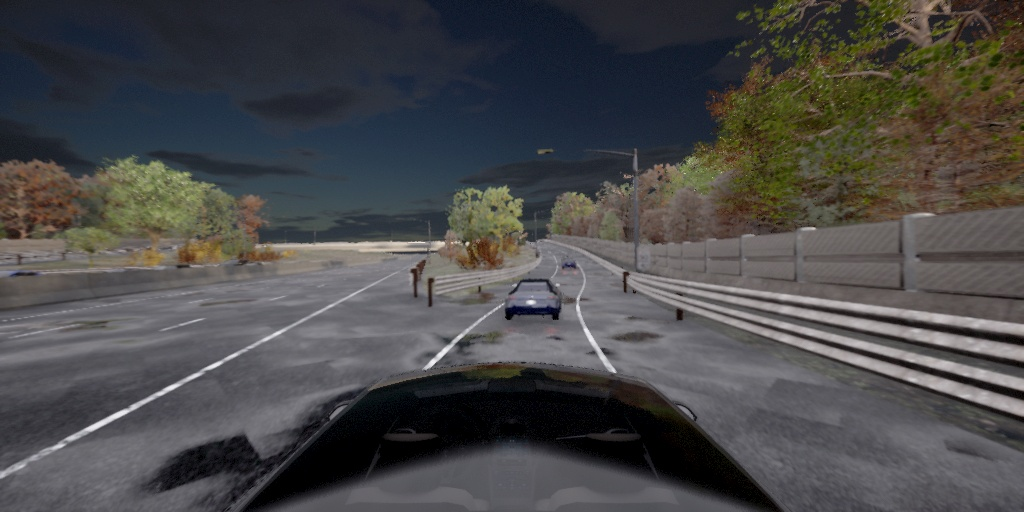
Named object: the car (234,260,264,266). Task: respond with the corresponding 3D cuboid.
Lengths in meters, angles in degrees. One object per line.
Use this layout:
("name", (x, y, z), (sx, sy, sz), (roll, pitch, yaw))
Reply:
("car", (-35.154, 1.738, 48.890), (1.837, 1.490, 4.892), (-1, 0, -13))

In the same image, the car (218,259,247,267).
("car", (-39.112, 1.532, 50.553), (2.150, 2.045, 5.566), (-1, 0, -13))

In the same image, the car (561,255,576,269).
("car", (8.526, 0.985, 53.941), (2.097, 1.767, 4.553), (-1, 2, 7))

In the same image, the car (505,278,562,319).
("car", (0.940, 1.570, 14.139), (1.994, 1.385, 4.181), (-1, -1, 8))

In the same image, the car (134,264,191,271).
("car", (-31.494, 1.562, 33.002), (2.097, 1.767, 4.553), (-1, 0, -13))

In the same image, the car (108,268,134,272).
("car", (-34.917, 1.831, 32.313), (2.033, 1.411, 5.357), (-1, 0, -13))

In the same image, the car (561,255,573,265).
("car", (9.791, 0.614, 63.999), (1.812, 1.442, 4.674), (-1, 4, 6))

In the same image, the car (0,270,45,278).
("car", (-37.173, 1.828, 26.476), (1.882, 1.535, 5.008), (-1, 0, -13))
